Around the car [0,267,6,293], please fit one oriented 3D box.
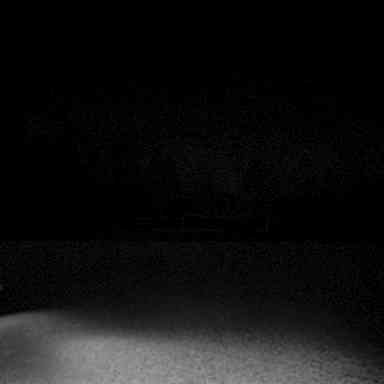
[{"bbox_3d":[-5.802,1.582,6.652,4.718,1.301,1.895,0,0,33],"label":"car"}]
